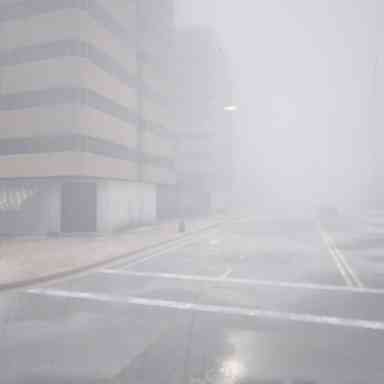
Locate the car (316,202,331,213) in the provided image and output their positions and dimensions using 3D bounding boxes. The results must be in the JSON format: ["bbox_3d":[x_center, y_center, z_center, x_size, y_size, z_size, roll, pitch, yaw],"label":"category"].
[{"bbox_3d":[20.088,2.374,50.910,1.882,1.535,5.008,-1,-1,18],"label":"car"}]

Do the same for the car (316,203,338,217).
[{"bbox_3d":[16.870,2.217,41.056,2.128,1.511,4.902,-1,-1,19],"label":"car"}]
